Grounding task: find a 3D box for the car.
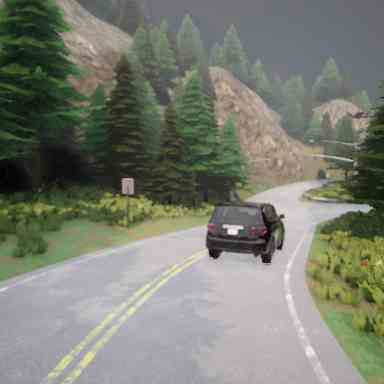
[{"bbox_3d":[2.271,1.380,12.945,2.150,2.045,5.566,2,0,22],"label":"car"}]
